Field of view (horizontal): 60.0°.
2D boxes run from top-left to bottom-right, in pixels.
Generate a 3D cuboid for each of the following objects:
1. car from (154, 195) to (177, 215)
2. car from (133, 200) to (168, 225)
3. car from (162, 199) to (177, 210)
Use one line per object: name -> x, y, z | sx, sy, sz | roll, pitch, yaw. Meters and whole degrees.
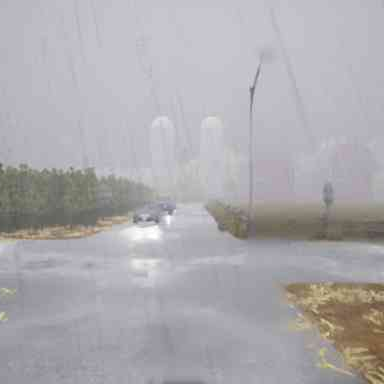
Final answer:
car -> -3.231, 1.404, 37.202 | 2.150, 2.045, 5.566 | 0, -1, 0
car -> -3.223, 1.568, 25.065 | 2.128, 1.511, 4.902 | 0, -1, 0
car -> -3.219, 1.766, 47.600 | 1.812, 1.442, 4.674 | 0, 0, 0
